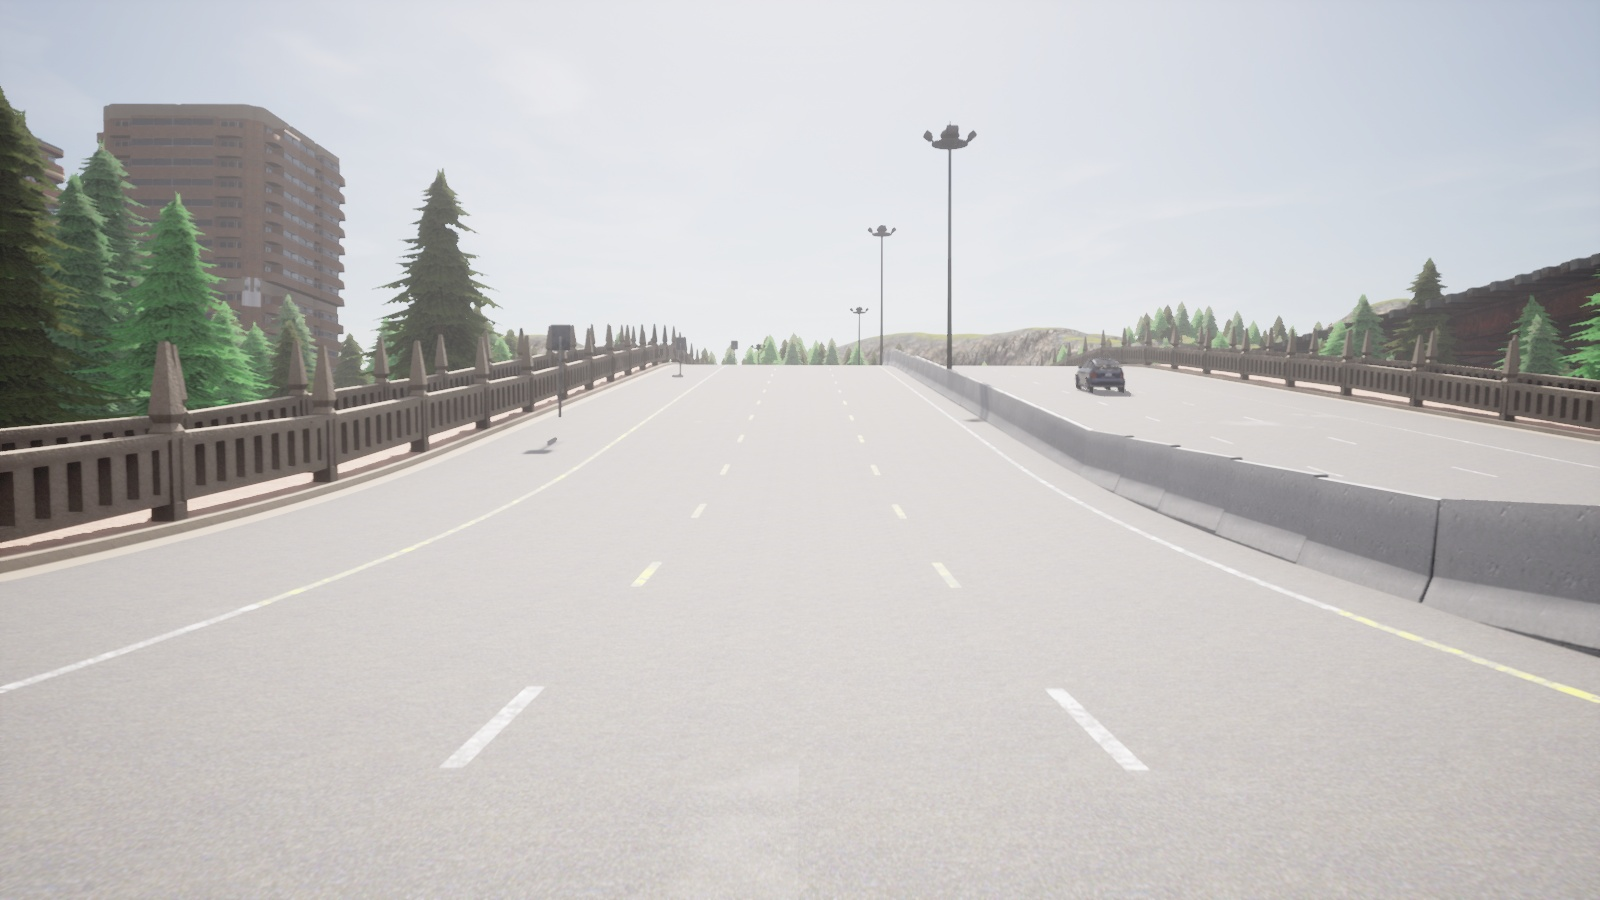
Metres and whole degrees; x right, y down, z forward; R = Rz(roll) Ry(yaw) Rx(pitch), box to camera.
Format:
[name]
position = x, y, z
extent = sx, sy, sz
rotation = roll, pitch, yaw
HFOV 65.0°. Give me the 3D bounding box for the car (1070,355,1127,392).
[car]
position = 14.076, -3.666, 59.377
extent = 1.789, 1.549, 3.705
rotation = 0, 6, 0
